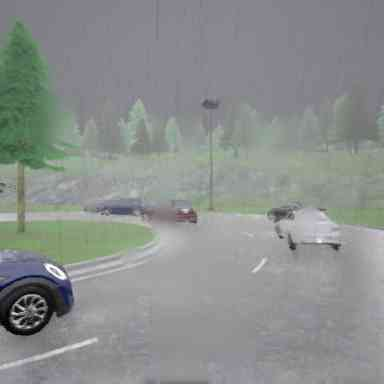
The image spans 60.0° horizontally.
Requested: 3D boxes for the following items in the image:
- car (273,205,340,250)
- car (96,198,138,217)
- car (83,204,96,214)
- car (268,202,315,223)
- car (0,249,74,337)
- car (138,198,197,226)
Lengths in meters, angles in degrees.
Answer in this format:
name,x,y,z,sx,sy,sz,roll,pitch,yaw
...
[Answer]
name,x,y,z,sx,sy,sz,roll,pitch,yaw
car,4.790,1.482,14.037,1.812,1.442,4.674,0,0,7
car,-5.863,1.304,29.931,4.553,1.767,2.097,0,0,19
car,-8.235,1.497,34.032,5.357,1.411,2.033,0,0,3
car,6.932,1.424,22.223,2.128,1.511,4.902,0,0,-18
car,-4.255,1.353,5.057,4.553,1.767,2.097,0,0,-39
car,-1.649,1.306,23.233,2.097,1.767,4.553,-1,0,-35
